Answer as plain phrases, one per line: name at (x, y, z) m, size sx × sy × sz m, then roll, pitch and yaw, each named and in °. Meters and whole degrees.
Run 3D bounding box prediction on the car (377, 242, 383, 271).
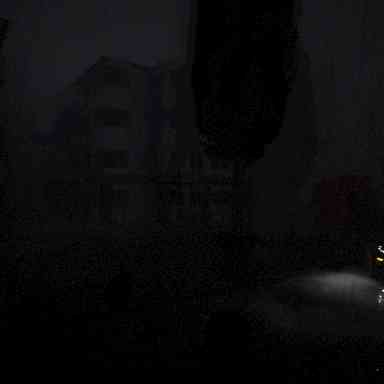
car at (7.350, 1.560, 9.805) m, size 4.892 × 1.490 × 1.837 m, roll 1°, pitch -1°, yaw -35°
